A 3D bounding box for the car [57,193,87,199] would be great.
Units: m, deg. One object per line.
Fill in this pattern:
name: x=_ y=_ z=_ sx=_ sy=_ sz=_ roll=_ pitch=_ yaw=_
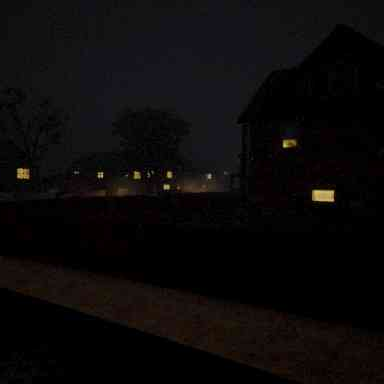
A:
car: x=-12.498 y=0.937 z=33.918 sx=1.882 sy=1.535 sz=5.008 roll=1 pitch=2 yaw=36
